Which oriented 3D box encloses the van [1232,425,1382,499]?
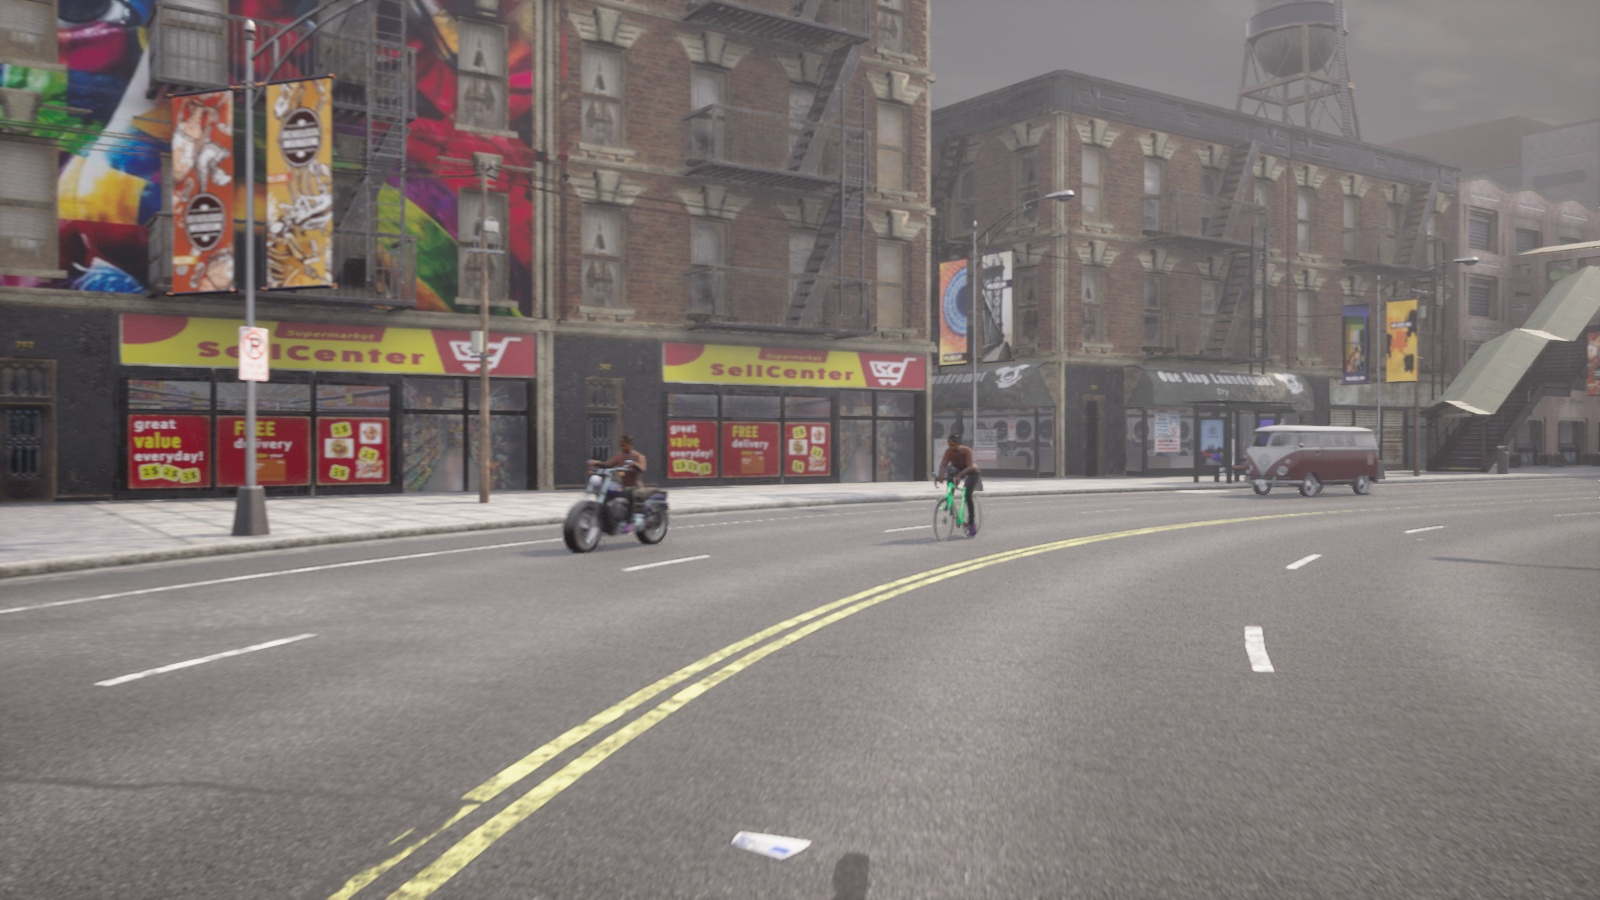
[{"bbox_3d":[14.406,0.323,35.613,4.442,1.987,1.775,0,0,-35],"label":"van"}]

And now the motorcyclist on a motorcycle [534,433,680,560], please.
[{"bbox_3d":[-2.632,0.593,17.483,0.766,1.649,2.350,1,1,27],"label":"motorcyclist on a motorcycle"}]

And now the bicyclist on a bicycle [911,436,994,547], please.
[{"bbox_3d":[2.346,0.595,19.123,0.582,1.620,1.656,1,1,33],"label":"bicyclist on a bicycle"}]
